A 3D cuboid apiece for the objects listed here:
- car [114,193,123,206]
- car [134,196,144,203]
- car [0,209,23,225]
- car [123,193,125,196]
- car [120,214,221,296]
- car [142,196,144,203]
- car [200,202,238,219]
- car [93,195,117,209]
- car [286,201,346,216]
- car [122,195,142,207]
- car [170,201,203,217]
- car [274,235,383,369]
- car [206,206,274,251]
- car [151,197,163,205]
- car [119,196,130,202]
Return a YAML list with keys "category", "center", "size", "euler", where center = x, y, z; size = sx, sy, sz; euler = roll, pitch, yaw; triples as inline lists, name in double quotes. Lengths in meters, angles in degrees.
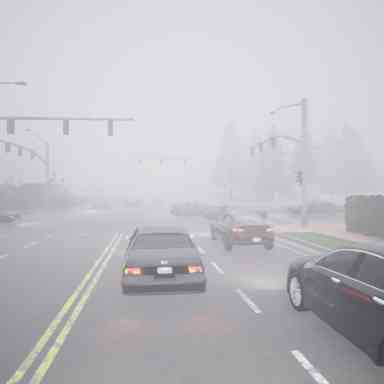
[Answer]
- category: "car"
  center: [-12.917, 1.350, 54.031]
  size: [2.097, 1.767, 4.553]
  euler: [0, 0, -6]
- category: "car"
  center: [-10.995, 1.522, 69.584]
  size: [1.812, 1.442, 4.674]
  euler: [0, 0, -6]
- category: "car"
  center: [-14.770, 1.547, 23.005]
  size: [5.357, 1.411, 2.033]
  euler: [0, 0, -5]
- category: "car"
  center: [-13.911, 1.220, 63.625]
  size: [2.150, 2.045, 5.566]
  euler: [0, 0, -6]
- category: "car"
  center: [-0.830, 1.547, 8.858]
  size: [2.033, 1.411, 5.357]
  euler: [0, 0, -7]
- category: "car"
  center: [-9.966, 1.476, 59.437]
  size: [1.882, 1.535, 5.008]
  euler: [0, 0, -6]
- category: "car"
  center: [3.193, 1.600, 24.499]
  size: [4.718, 1.301, 1.895]
  euler: [0, 0, -5]
- category: "car"
  center: [-12.014, 1.490, 44.872]
  size: [2.128, 1.511, 4.902]
  euler: [0, 0, -4]
- category: "car"
  center: [12.086, 1.546, 32.464]
  size: [5.357, 1.411, 2.033]
  euler: [0, 0, -5]
- category: "car"
  center: [-8.994, 1.524, 50.262]
  size: [1.812, 1.442, 4.674]
  euler: [0, 0, -6]
- category: "car"
  center: [0.571, 1.490, 27.793]
  size: [4.902, 1.511, 2.128]
  euler: [0, 0, -5]
- category: "car"
  center: [2.985, 1.505, 4.923]
  size: [1.837, 1.490, 4.892]
  euler: [0, 0, -5]
- category: "car"
  center: [2.016, 1.525, 14.118]
  size: [1.812, 1.442, 4.674]
  euler: [0, 0, -7]
- category: "car"
  center: [-6.137, 1.562, 58.155]
  size: [1.994, 1.385, 4.181]
  euler: [0, 0, -6]
- category: "car"
  center: [-15.007, 1.537, 74.110]
  size: [2.033, 1.411, 5.357]
  euler: [0, 0, -6]
